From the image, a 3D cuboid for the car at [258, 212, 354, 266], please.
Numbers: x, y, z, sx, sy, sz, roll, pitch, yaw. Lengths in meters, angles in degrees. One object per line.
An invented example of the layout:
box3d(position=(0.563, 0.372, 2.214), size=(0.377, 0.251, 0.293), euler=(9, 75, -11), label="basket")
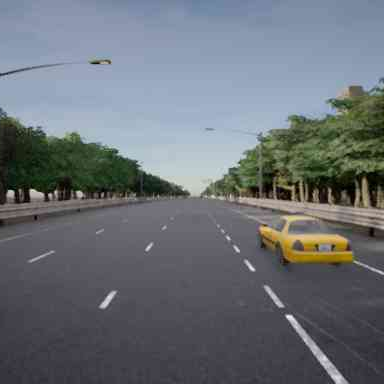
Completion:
box3d(position=(3.533, 1.450, 11.419), size=(1.801, 1.575, 5.366), euler=(0, 0, 0), label="car")
